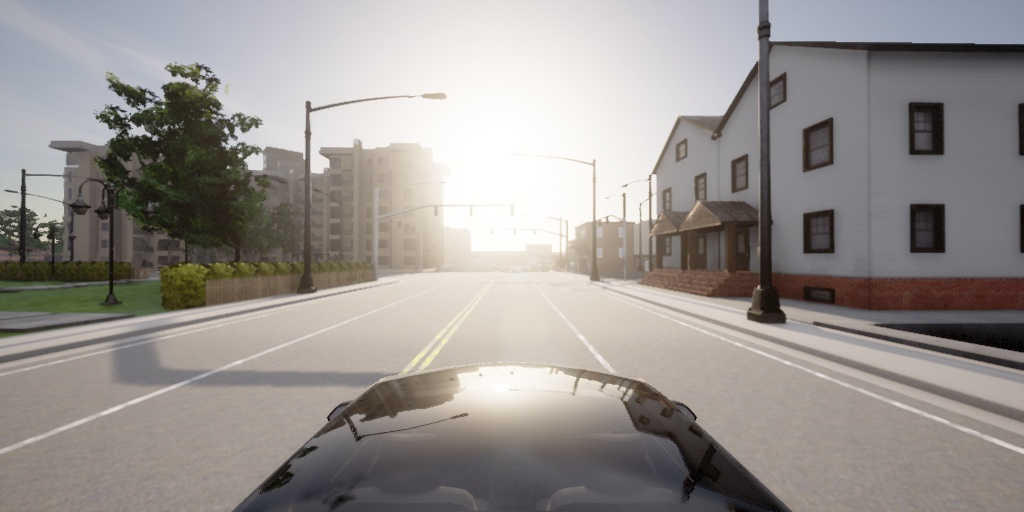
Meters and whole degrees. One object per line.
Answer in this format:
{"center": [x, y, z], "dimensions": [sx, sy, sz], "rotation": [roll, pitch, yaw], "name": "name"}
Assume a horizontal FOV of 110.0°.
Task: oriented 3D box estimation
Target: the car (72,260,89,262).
{"center": [-49.638, 1.258, 41.877], "dimensions": [5.008, 1.535, 1.882], "rotation": [0, -1, 1], "name": "car"}
